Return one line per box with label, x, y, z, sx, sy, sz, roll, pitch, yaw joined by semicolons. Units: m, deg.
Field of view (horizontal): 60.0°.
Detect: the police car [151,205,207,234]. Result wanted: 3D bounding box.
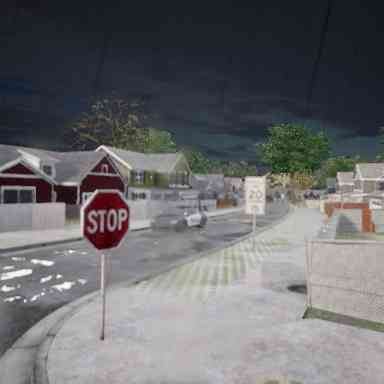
police car;-0.773;1.660;20.965;2.038;1.542;4.974;2;0;25
